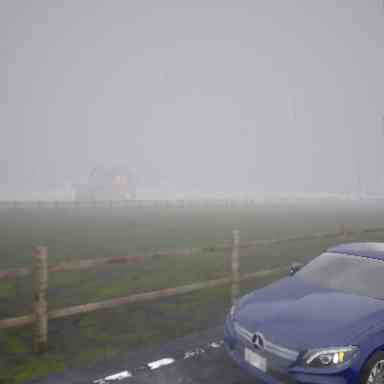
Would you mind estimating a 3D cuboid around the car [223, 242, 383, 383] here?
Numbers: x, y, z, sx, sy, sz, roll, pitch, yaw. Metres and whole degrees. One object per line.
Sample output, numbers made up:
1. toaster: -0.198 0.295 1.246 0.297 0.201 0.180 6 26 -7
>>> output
1. car: 2.598 1.527 4.844 4.674 1.442 1.812 0 0 -34
